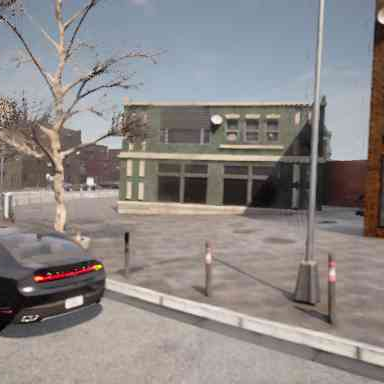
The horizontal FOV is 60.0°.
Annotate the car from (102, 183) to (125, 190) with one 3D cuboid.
[{"bbox_3d":[-19.395,-1.405,82.567,5.366,1.575,1.946,3,2,20],"label":"car"}]

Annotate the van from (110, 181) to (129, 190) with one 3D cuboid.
[{"bbox_3d":[-18.520,-1.703,85.175,4.442,1.987,1.878,3,2,20],"label":"van"}]

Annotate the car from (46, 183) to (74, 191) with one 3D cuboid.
[{"bbox_3d":[-26.065,-1.060,64.449,4.553,1.767,2.185,3,2,20],"label":"car"}]

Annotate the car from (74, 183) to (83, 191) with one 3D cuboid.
[{"bbox_3d":[-25.170,-0.997,67.065,5.008,1.535,2.097,3,2,20],"label":"car"}]

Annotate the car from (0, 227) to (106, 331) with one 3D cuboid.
[{"bbox_3d":[-3.779,1.480,6.803,4.892,1.490,1.837,1,0,38],"label":"car"}]

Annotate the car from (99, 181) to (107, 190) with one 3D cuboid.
[{"bbox_3d":[-22.373,-1.195,74.851,4.892,1.521,2.231,3,2,20],"label":"car"}]

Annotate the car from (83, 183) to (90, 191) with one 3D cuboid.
[{"bbox_3d":[-24.232,-1.022,69.656,4.674,1.452,2.002,3,2,20],"label":"car"}]

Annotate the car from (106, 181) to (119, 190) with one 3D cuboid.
[{"bbox_3d":[-20.520,-1.591,80.035,5.566,2.045,2.435,3,2,20],"label":"car"}]

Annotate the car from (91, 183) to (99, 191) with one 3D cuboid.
[{"bbox_3d":[-23.267,-1.251,72.235,4.553,1.767,2.185,3,2,20],"label":"car"}]
